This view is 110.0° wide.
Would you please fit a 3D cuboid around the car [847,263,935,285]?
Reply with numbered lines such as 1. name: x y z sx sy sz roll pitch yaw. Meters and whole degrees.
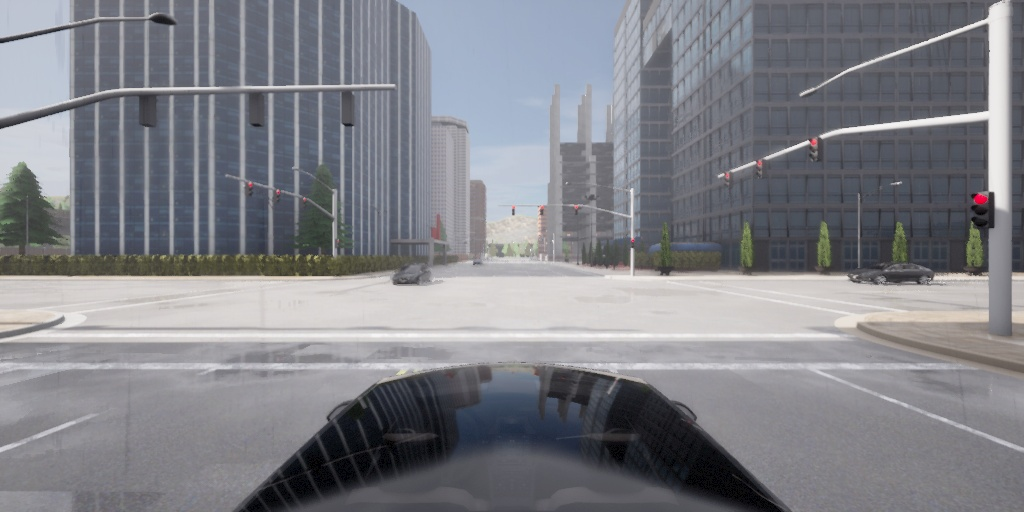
1. car: 26.391 1.243 25.074 4.892 1.490 1.837 0 0 1

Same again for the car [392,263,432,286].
1. car: -6.998 1.311 25.490 1.837 1.490 4.892 0 1 0
